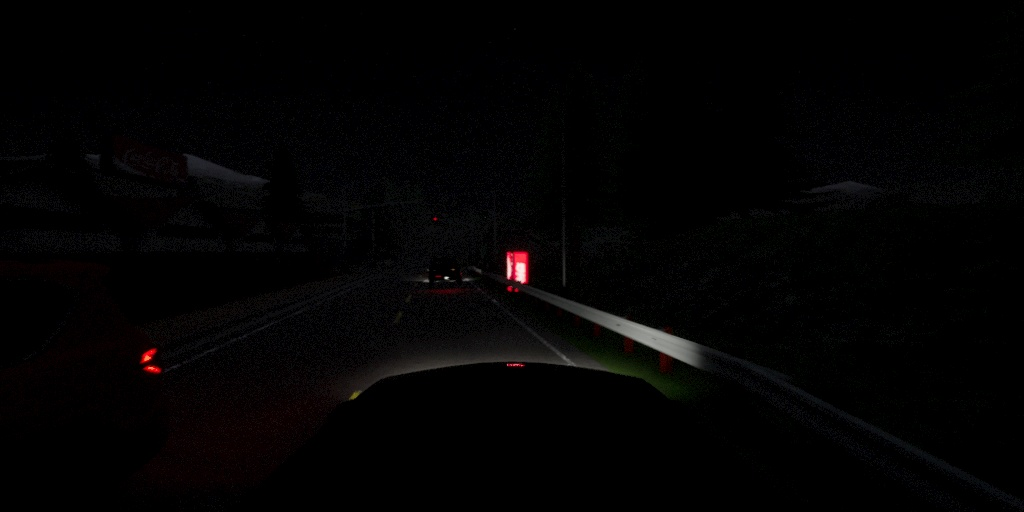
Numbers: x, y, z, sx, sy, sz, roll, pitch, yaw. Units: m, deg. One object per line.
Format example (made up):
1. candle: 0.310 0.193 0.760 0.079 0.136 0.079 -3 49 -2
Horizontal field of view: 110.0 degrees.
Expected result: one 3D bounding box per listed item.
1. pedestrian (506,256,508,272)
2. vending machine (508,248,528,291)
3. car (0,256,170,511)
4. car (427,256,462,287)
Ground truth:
1. pedestrian: -0.185 0.592 18.959 0.500 1.100 0.500 -1 1 -12
2. vending machine: 0.317 0.757 18.130 1.100 2.100 0.880 0 0 -12
3. car: -3.644 1.019 0.377 2.150 2.045 5.566 0 0 -2
4. car: -4.172 0.909 22.263 1.837 1.490 4.892 -1 1 -12
